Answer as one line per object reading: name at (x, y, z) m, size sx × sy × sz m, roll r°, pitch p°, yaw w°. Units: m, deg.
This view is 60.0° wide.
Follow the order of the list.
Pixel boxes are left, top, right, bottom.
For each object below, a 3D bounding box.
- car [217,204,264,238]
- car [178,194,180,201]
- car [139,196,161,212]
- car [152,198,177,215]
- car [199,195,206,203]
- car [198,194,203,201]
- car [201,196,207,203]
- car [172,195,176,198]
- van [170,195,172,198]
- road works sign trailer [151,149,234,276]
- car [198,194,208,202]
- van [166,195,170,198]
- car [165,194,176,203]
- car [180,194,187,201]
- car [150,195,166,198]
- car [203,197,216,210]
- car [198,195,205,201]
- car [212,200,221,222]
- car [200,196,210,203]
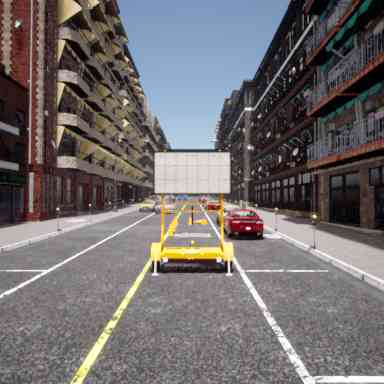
car at (2.624, 1.563, 17.684) m, size 1.887 × 1.381 × 4.507 m, roll 1°, pitch 0°, yaw 0°
car at (-5.097, 1.826, 89.662) m, size 1.947 × 1.339 × 4.313 m, roll 1°, pitch 0°, yaw 0°
car at (-5.207, 1.592, 39.717) m, size 1.752 × 1.417 × 4.829 m, roll 2°, pitch 0°, yaw 0°
car at (-2.772, 1.655, 35.014) m, size 1.895 × 1.301 × 4.718 m, roll 0°, pitch 0°, yaw 0°
car at (2.723, 1.681, 61.930) m, size 1.887 × 1.381 × 4.507 m, roll 1°, pitch 0°, yaw 0°
car at (2.735, 1.703, 67.460) m, size 1.887 × 1.381 × 4.507 m, roll 1°, pitch 0°, yaw 0°
car at (2.685, 1.632, 45.338) m, size 2.008 × 1.369 × 4.403 m, roll 1°, pitch 0°, yaw 0°
car at (-5.128, 1.497, 73.070) m, size 2.192 × 1.841 × 5.009 m, roll 1°, pitch 0°, yaw 0°
van at (-5.153, 1.477, 62.010) m, size 1.690 × 1.788 × 3.998 m, roll 1°, pitch 0°, yaw 0°
road works sign trailer at (0.013, 0.473, 10.377) m, size 2.380 × 3.560 × 2.880 m, roll 0°, pitch 0°, yaw 0°
car at (2.743, 1.547, 84.054) m, size 2.192 × 1.841 × 5.009 m, roll 1°, pitch 0°, yaw 0°
van at (-5.165, 1.456, 56.478) m, size 1.690 × 1.788 × 3.998 m, roll 2°, pitch 0°, yaw 0°
car at (-5.115, 1.521, 78.600) m, size 2.192 × 1.841 × 5.009 m, roll 1°, pitch 0°, yaw 0°
car at (-2.549, 1.479, 90.226) m, size 2.150 × 2.045 × 5.566 m, roll 0°, pitch 0°, yaw 0°
car at (-5.188, 1.396, 45.419) m, size 2.192 × 1.841 × 5.009 m, roll 2°, pitch 0°, yaw 0°
car at (2.673, 1.611, 39.806) m, size 1.887 × 1.381 × 4.507 m, roll 1°, pitch 0°, yaw 0°
car at (2.764, 1.729, 95.117) m, size 1.967 × 1.590 × 4.097 m, roll 1°, pitch 0°, yaw 0°
car at (2.637, 1.553, 23.386) m, size 1.752 × 1.417 × 4.829 m, roll 1°, pitch 0°, yaw 0°
car at (2.757, 1.622, 72.992) m, size 1.967 × 1.590 × 4.097 m, roll 1°, pitch 0°, yaw 0°
